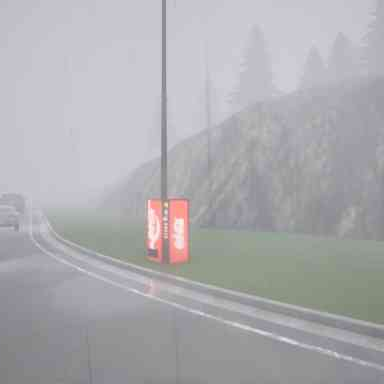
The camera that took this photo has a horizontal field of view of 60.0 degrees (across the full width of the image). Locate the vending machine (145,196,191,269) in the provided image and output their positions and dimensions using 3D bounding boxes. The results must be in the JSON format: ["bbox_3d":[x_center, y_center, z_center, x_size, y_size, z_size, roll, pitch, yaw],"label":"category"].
[{"bbox_3d":[-0.750,1.195,10.333,1.100,2.100,0.880,0,0,-42],"label":"vending machine"}]

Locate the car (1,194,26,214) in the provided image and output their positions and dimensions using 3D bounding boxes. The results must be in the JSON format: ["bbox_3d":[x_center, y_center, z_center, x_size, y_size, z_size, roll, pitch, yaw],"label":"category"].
[{"bbox_3d":[-18.822,1.220,35.075,2.150,2.045,5.566,0,0,-26],"label":"car"}]

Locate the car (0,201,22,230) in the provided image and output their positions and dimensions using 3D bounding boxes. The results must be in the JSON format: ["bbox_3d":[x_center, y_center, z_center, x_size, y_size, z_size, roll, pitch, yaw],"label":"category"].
[{"bbox_3d":[-11.741,1.525,20.649,1.812,1.442,4.674,0,0,-27],"label":"car"}]
